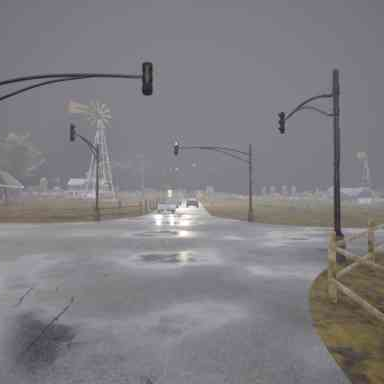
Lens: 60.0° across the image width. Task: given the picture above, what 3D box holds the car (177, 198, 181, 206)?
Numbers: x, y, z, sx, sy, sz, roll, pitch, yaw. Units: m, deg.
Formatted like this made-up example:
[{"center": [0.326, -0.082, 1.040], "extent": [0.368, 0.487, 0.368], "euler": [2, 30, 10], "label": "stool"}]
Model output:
[{"center": [-2.868, 1.643, 48.626], "extent": [1.837, 1.490, 4.892], "euler": [0, 0, 0], "label": "car"}]

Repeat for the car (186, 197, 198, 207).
[{"center": [0.056, 1.695, 54.347], "extent": [1.812, 1.442, 4.674], "euler": [0, 0, 0], "label": "car"}]

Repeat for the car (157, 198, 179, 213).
[{"center": [-2.872, 1.690, 38.243], "extent": [1.895, 1.301, 4.718], "euler": [0, 0, 0], "label": "car"}]

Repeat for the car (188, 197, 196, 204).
[{"center": [-0.041, 1.810, 72.567], "extent": [1.812, 1.442, 4.674], "euler": [0, 0, 0], "label": "car"}]

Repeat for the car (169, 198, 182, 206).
[{"center": [-2.853, 1.745, 59.191], "extent": [2.033, 1.411, 5.357], "euler": [0, 0, 0], "label": "car"}]
